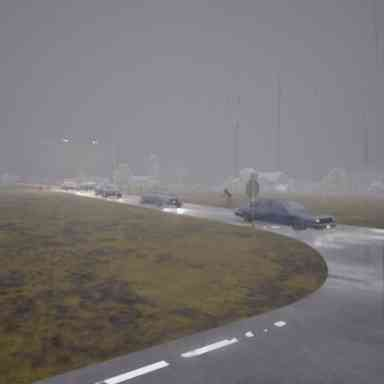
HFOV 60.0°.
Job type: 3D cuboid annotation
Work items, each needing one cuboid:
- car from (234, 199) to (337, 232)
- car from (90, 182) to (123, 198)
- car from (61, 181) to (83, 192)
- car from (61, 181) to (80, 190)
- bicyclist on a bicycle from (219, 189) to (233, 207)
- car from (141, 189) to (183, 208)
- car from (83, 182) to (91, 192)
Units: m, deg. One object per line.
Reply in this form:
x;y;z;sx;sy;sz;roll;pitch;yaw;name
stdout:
4.618;1.079;17.356;2.033;1.411;5.357;1;2;-39;car
-9.286;-0.141;36.831;1.837;1.490;4.892;1;2;-35;car
-18.357;-0.863;50.008;1.812;1.442;4.674;1;2;-35;car
-22.086;-1.273;60.346;2.033;1.411;5.357;1;2;-35;car
3.071;0.543;29.544;1.656;1.620;0.582;1;2;-35;bicyclist on a bicycle
-2.523;0.495;27.096;1.994;1.385;4.181;1;2;-35;car
-16.137;-0.861;51.807;2.128;1.511;4.902;1;2;-35;car
